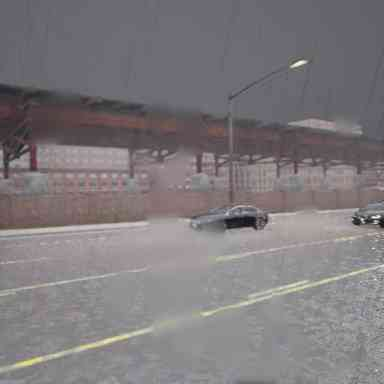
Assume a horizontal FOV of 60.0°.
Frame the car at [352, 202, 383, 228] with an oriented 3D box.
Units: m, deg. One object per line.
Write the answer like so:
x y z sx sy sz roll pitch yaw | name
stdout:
12.142 1.412 21.246 4.892 1.490 1.837 0 0 -35 | car

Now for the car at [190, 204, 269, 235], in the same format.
2.145 1.438 18.421 4.902 1.511 2.128 0 0 -35 | car
